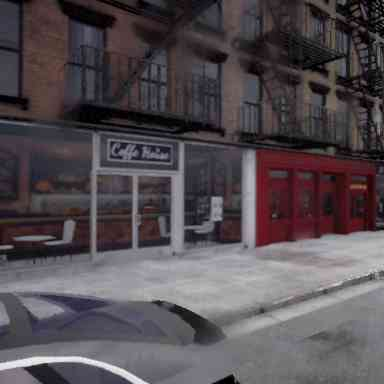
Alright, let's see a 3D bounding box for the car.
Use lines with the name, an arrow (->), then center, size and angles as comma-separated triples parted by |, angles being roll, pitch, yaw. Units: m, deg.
car -> -1.884, 1.492, 1.727 | 4.902, 1.511, 2.128 | 0, 0, -36
